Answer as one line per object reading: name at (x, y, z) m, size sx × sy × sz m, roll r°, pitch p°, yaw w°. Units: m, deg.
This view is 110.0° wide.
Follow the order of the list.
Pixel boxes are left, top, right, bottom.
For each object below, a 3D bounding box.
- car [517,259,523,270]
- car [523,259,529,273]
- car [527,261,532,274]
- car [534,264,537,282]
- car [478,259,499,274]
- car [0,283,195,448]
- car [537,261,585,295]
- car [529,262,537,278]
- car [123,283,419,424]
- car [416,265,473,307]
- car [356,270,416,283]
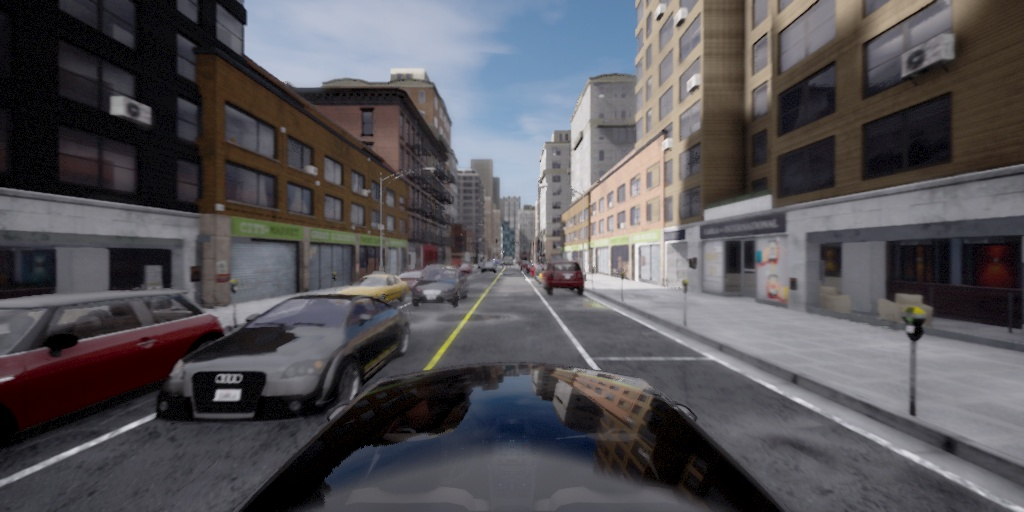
car at (2.392, 1.527, 61.049) m, size 2.097 × 1.767 × 4.553 m, roll 0°, pitch 0°, yaw 0°
car at (2.860, 1.508, 48.152) m, size 1.967 × 1.591 × 4.097 m, roll 0°, pitch 0°, yaw 0°
car at (2.859, 1.528, 37.159) m, size 1.888 × 1.381 × 4.507 m, roll 0°, pitch 0°, yaw 0°
car at (2.858, 1.429, 26.337) m, size 1.751 × 1.417 × 4.829 m, roll 0°, pitch 0°, yaw 0°
car at (-3.075, 1.544, 48.119) m, size 1.882 × 1.535 × 5.008 m, roll 0°, pitch 0°, yaw 0°
car at (-5.669, 1.202, 4.181) m, size 1.967 × 1.591 × 4.097 m, roll 0°, pitch 0°, yaw 0°
car at (2.858, 1.181, 20.670) m, size 2.192 × 1.841 × 5.009 m, roll 0°, pitch 0°, yaw 0°
car at (2.859, 1.493, 31.663) m, size 2.007 × 1.370 × 4.403 m, roll 0°, pitch 0°, yaw 0°
car at (-3.099, 1.337, 5.885) m, size 1.994 × 1.385 × 4.181 m, roll 0°, pitch 0°, yaw -1°
car at (-3.058, 1.326, 16.119) m, size 2.128 × 1.511 × 4.902 m, roll 0°, pitch 0°, yaw 0°
car at (-5.668, 1.353, 15.004) m, size 1.751 × 1.417 × 4.829 m, roll 0°, pitch 0°, yaw 0°
